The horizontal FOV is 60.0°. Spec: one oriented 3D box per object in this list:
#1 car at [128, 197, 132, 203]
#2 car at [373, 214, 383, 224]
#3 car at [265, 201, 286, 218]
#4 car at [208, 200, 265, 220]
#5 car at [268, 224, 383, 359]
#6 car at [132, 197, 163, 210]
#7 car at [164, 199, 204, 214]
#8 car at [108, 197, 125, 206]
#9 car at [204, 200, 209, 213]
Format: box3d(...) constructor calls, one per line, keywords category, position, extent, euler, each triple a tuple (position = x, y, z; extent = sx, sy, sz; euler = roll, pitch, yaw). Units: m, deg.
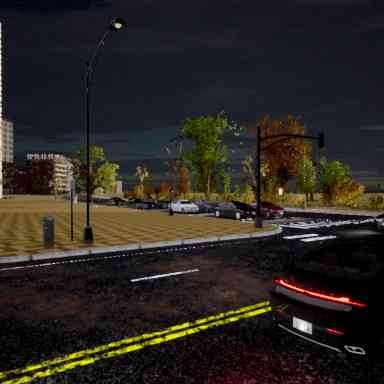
box3d(category="car", position=(-11.849, 1.681, 68.807), extent=(1.994, 1.385, 4.181), euler=(0, 0, -29))
box3d(category="car", position=(12.695, 1.523, 19.678), extent=(4.674, 1.442, 1.812), euler=(0, 0, -31))
box3d(category="car", position=(6.597, 1.573, 30.849), extent=(1.812, 1.442, 4.674), euler=(0, 0, -30))
box3d(category="car", position=(3.795, 1.564, 29.216), extent=(1.837, 1.490, 4.892), euler=(0, 0, -32))
box3d(category="car", position=(3.452, 1.504, 5.733), extent=(4.892, 1.490, 1.837), euler=(0, 0, -34))
box3d(category="car", position=(-6.189, 1.667, 45.535), extent=(1.994, 1.385, 4.181), euler=(0, 0, -31))
box3d(category="car", position=(-1.007, 1.608, 37.004), extent=(1.812, 1.442, 4.674), euler=(0, 0, -31))
box3d(category="car", position=(-13.132, 1.636, 57.546), extent=(1.837, 1.490, 4.892), euler=(0, -1, -30))
box3d(category="car", position=(1.511, 1.618, 39.111), extent=(2.033, 1.411, 5.357), euler=(0, 0, -32))
